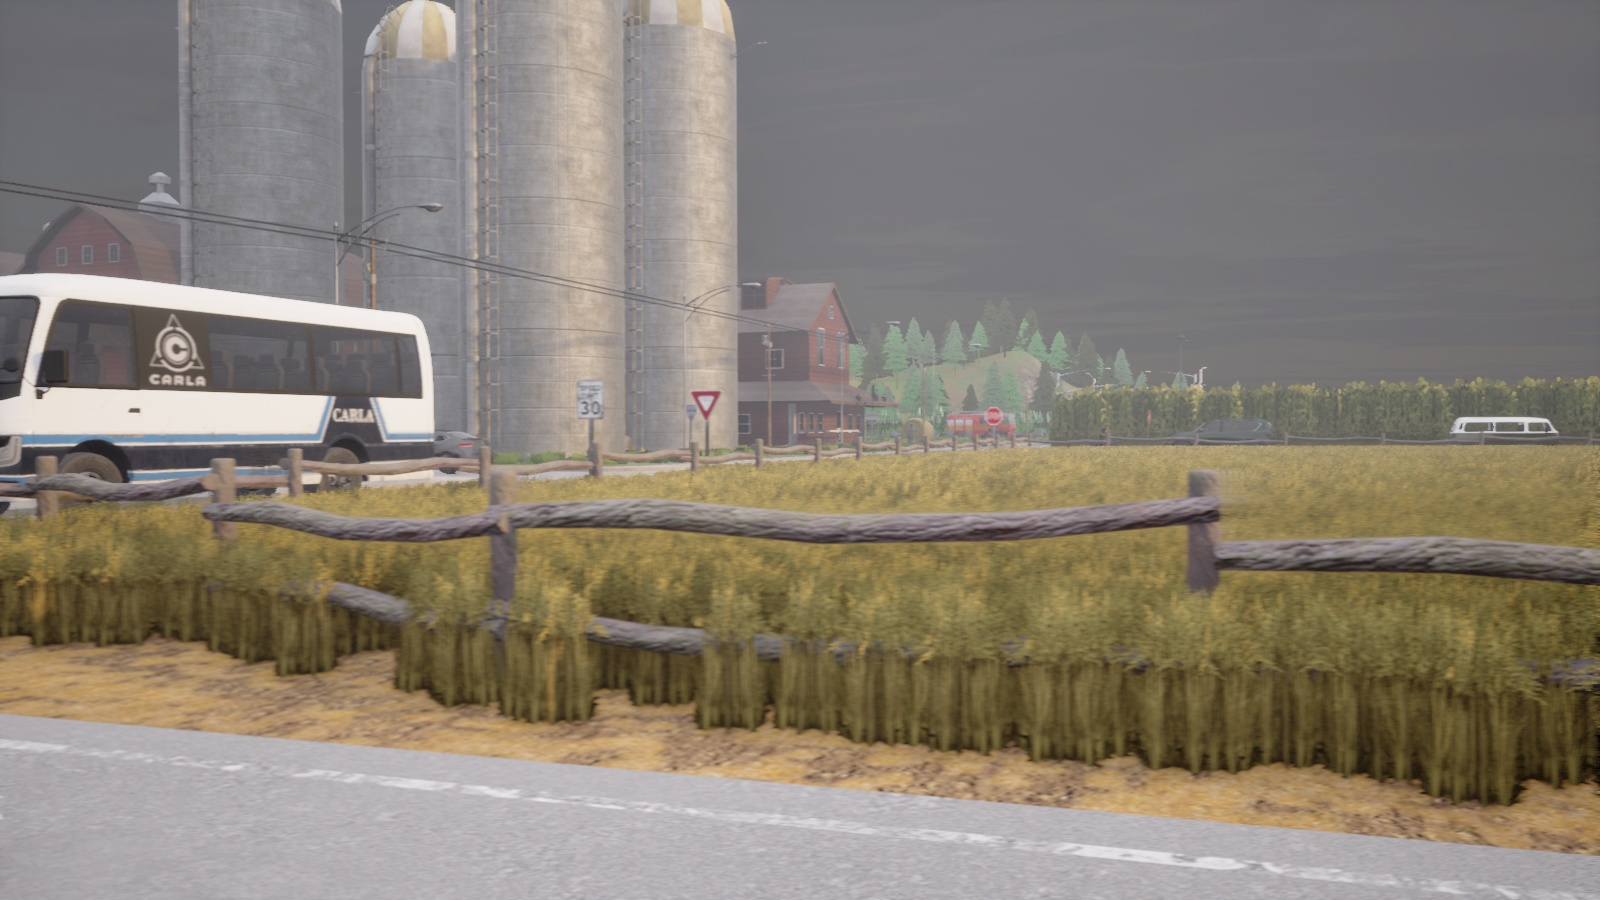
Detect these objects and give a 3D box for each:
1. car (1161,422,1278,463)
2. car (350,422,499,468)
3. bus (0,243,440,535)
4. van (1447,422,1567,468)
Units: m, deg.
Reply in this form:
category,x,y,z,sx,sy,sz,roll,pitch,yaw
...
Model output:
category,x,y,z,sx,sy,sz,roll,pitch,yaw
car,21.467,-0.400,64.302,5.566,2.045,2.150,1,1,22
car,-14.108,-0.201,47.184,5.027,1.651,2.152,1,1,18
bus,-11.650,-0.968,23.439,3.944,4.253,10.273,1,1,22
van,31.902,-0.255,56.844,4.480,2.038,2.069,0,1,22
